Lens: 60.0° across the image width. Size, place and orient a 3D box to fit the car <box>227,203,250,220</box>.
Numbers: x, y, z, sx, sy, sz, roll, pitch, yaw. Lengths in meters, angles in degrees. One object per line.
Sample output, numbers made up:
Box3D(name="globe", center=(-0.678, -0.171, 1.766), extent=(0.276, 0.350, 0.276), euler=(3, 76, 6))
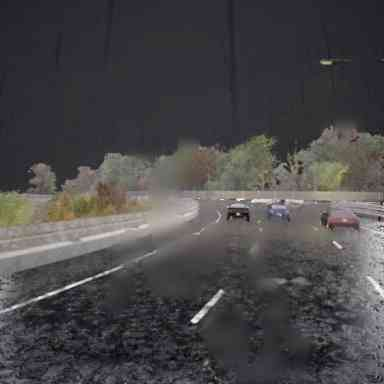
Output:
Box3D(name="car", center=(4.272, 1.726, 30.680), extent=(1.882, 1.535, 5.008), euler=(1, 0, 8))

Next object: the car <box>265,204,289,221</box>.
Box3D(name="car", center=(7.774, 1.810, 30.561), extent=(1.812, 1.442, 4.674), euler=(1, 0, 7))

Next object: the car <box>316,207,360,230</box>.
Box3D(name="car", center=(10.380, 1.829, 23.571), extent=(1.994, 1.385, 4.181), euler=(1, 0, 13))

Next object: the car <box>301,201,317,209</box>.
Box3D(name="car", center=(19.194, 2.128, 54.542), extent=(1.994, 1.385, 4.181), euler=(0, 0, 29))
